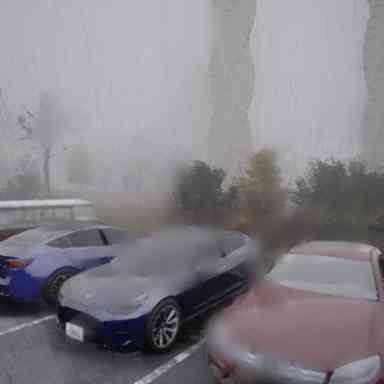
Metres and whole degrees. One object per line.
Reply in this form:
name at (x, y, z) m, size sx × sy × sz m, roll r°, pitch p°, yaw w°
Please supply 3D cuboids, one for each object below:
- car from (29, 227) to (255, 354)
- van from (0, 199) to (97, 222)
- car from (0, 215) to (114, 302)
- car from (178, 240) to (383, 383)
car at (-0.214, 1.502, 6.491) m, size 2.163 × 1.488 × 4.792 m, roll 0°, pitch 0°, yaw 36°
van at (-4.609, 1.221, 9.808) m, size 1.878 × 1.987 × 4.442 m, roll 0°, pitch 0°, yaw 36°
car at (-2.420, 1.490, 8.138) m, size 2.163 × 1.488 × 4.792 m, roll 0°, pitch 0°, yaw 36°
car at (2.049, 1.518, 4.915) m, size 2.002 × 1.452 × 4.674 m, roll 0°, pitch 0°, yaw 36°
